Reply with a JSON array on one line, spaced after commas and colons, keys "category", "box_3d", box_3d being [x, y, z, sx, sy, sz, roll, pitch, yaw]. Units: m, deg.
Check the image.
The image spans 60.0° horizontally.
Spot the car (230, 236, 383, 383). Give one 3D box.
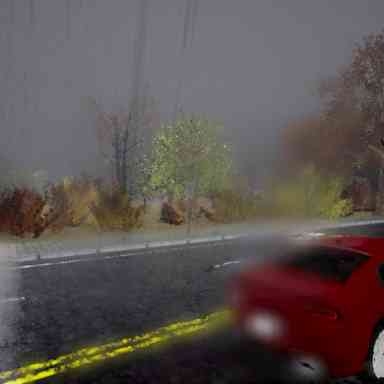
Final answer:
[{"category": "car", "box_3d": [2.879, 1.482, 5.487, 5.008, 1.535, 1.882, 0, 0, -35]}]
